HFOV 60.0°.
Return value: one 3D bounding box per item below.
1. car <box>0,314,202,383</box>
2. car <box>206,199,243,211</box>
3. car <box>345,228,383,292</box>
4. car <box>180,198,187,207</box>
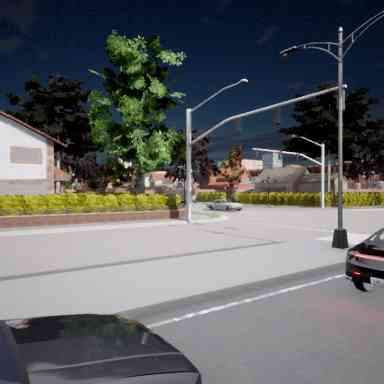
[{"bbox_3d":[-2.446,1.543,2.001,5.357,1.411,2.033,0,0,-36],"label":"car"},{"bbox_3d":[3.754,1.505,38.422,1.895,1.301,4.718,0,0,-36],"label":"car"},{"bbox_3d":[5.496,1.474,7.651,4.902,1.511,2.128,0,0,-35],"label":"car"},{"bbox_3d":[-2.129,1.483,46.593,1.895,1.301,4.718,0,0,-36],"label":"car"}]
